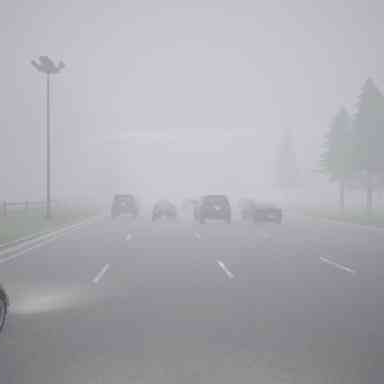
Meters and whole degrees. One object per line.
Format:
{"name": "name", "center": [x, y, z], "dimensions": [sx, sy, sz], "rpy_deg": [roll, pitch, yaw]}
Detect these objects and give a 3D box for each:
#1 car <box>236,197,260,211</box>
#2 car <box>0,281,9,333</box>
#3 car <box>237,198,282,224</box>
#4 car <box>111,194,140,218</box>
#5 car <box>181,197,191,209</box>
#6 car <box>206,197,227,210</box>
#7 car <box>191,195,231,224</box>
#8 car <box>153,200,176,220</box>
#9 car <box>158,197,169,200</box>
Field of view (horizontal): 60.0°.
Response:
{"name": "car", "center": [7.000, 1.494, 41.849], "dimensions": [1.837, 1.490, 4.892], "rpy_deg": [0, 1, -5]}
{"name": "car", "center": [-3.776, 1.525, 3.480], "dimensions": [1.812, 1.442, 4.674], "rpy_deg": [0, 0, -4]}
{"name": "car", "center": [5.024, 1.470, 24.497], "dimensions": [1.882, 1.535, 5.008], "rpy_deg": [0, 0, -5]}
{"name": "car", "center": [-6.034, 1.213, 30.453], "dimensions": [2.150, 2.045, 5.566], "rpy_deg": [0, 0, -6]}
{"name": "car", "center": [-0.400, 1.491, 46.060], "dimensions": [1.837, 1.490, 4.892], "rpy_deg": [0, 0, -5]}
{"name": "car", "center": [3.231, 1.479, 44.723], "dimensions": [2.128, 1.511, 4.902], "rpy_deg": [0, 0, -5]}
{"name": "car", "center": [1.475, 1.215, 24.941], "dimensions": [2.150, 2.045, 5.566], "rpy_deg": [0, 0, -5]}
{"name": "car", "center": [-2.345, 1.593, 28.389], "dimensions": [1.895, 1.301, 4.718], "rpy_deg": [0, 0, -5]}
{"name": "car", "center": [-4.054, 1.477, 47.618], "dimensions": [2.128, 1.511, 4.902], "rpy_deg": [0, 0, -5]}
